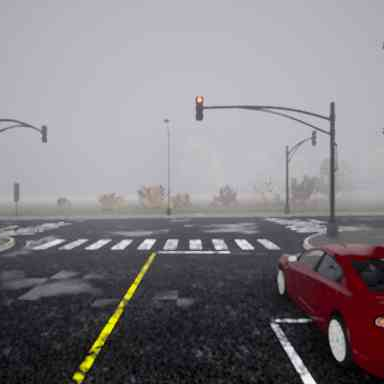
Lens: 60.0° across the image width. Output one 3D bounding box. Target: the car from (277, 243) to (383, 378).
[{"bbox_3d":[2.706,1.529,5.566,1.887,1.381,4.507,0,0,0],"label":"car"}]
